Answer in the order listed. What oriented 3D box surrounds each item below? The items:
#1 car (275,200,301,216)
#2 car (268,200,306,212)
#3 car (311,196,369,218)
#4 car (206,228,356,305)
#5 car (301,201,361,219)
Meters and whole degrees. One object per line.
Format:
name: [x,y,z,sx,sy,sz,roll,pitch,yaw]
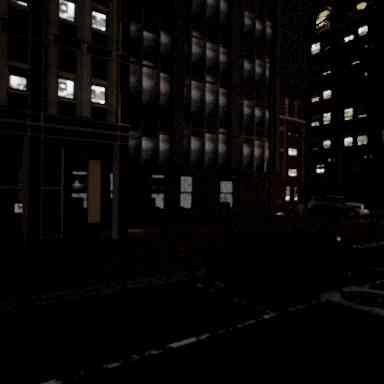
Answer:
car: [9.219,1.665,34.368,1.752,1.417,4.829,1,0,-36]
car: [12.524,1.758,44.133,1.752,1.417,4.829,1,0,-36]
car: [13.998,1.401,32.154,2.150,2.045,5.566,1,0,-36]
car: [2.354,1.615,8.240,4.313,1.339,1.947,1,0,-36]
car: [12.422,1.732,29.906,1.802,1.307,4.206,1,0,-36]
